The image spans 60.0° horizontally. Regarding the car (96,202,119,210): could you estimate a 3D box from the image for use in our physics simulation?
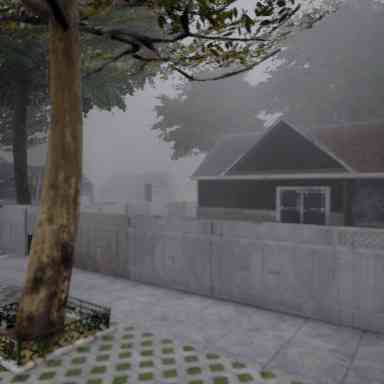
[{"bbox_3d":[-8.610,1.670,33.381,1.895,1.301,4.718,1,0,35],"label":"car"}]
